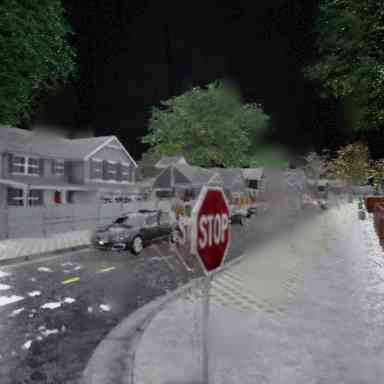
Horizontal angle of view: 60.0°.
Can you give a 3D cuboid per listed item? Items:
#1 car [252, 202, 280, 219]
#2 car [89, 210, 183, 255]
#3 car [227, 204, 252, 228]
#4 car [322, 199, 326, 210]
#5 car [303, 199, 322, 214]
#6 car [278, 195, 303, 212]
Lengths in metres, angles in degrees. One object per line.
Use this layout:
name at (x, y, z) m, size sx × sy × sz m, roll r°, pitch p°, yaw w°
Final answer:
car at (6.450, 1.675, 30.832) m, size 2.033 × 1.411 × 5.357 m, roll 0°, pitch 0°, yaw 27°
car at (-2.093, 1.543, 13.806) m, size 1.837 × 1.490 × 4.892 m, roll 0°, pitch 0°, yaw 27°
car at (2.107, 1.575, 22.177) m, size 2.128 × 1.511 × 4.902 m, roll 0°, pitch 0°, yaw 27°
car at (18.247, 1.719, 48.029) m, size 2.128 × 1.511 × 4.902 m, roll 0°, pitch 0°, yaw 27°
car at (13.700, 1.686, 38.848) m, size 1.837 × 1.490 × 4.892 m, roll 0°, pitch 0°, yaw 27°
car at (13.114, 1.420, 43.942) m, size 2.150 × 2.045 × 5.566 m, roll 0°, pitch 0°, yaw 27°
